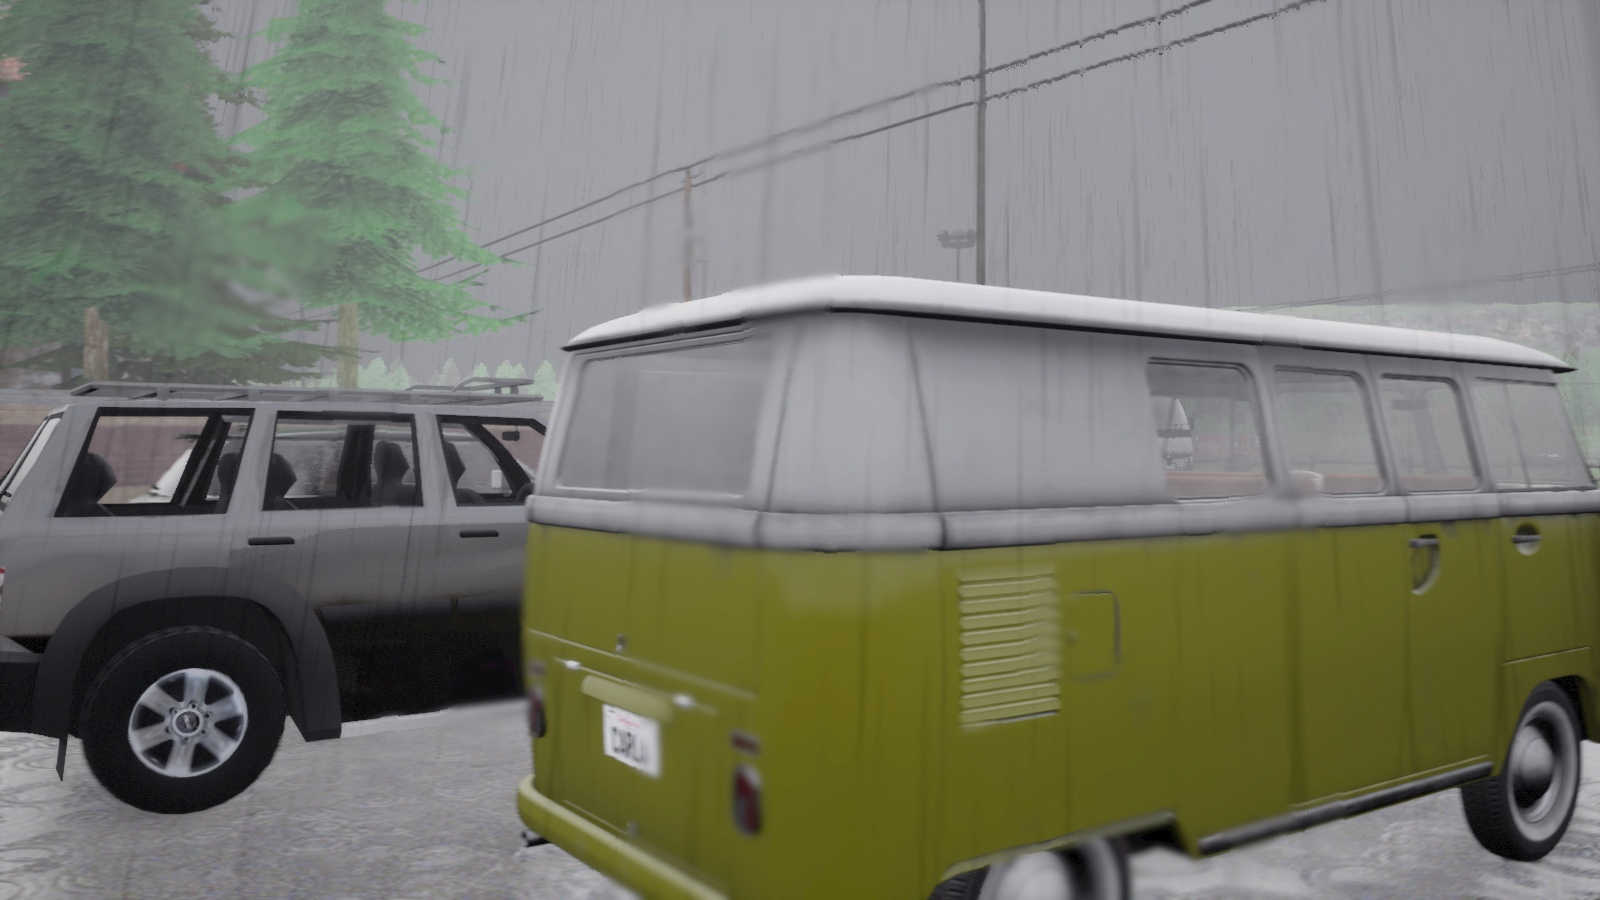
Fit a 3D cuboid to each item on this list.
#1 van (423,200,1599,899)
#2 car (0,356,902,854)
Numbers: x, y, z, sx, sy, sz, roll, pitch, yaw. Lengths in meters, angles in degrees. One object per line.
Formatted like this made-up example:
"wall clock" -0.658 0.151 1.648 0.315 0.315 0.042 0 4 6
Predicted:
"van" 1.156 0.503 4.464 4.442 1.987 1.775 0 0 -35
"car" -1.864 0.580 6.627 4.605 1.855 1.932 0 0 -35
